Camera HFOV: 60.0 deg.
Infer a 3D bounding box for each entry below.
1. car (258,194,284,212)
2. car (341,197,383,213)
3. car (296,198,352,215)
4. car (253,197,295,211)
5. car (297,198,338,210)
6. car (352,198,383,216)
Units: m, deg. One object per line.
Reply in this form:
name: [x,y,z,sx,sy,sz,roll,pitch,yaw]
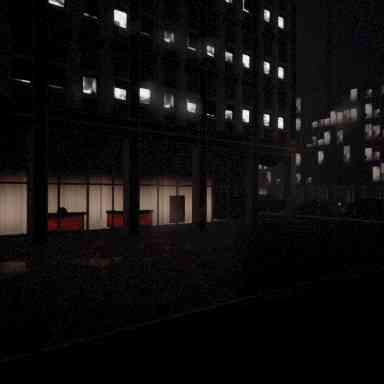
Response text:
car: [8.560,1.171,36.074,2.192,1.841,5.009,1,0,-36]
car: [18.858,1.360,36.620,1.967,1.590,4.097,1,0,-36]
car: [12.008,1.415,31.351,1.752,1.417,4.829,1,0,-36]
car: [9.589,1.380,39.199,1.812,1.442,4.674,0,0,-36]
car: [15.459,1.438,41.170,2.008,1.369,4.403,1,0,-36]
car: [16.504,1.399,29.838,1.882,1.535,5.008,0,0,-38]
